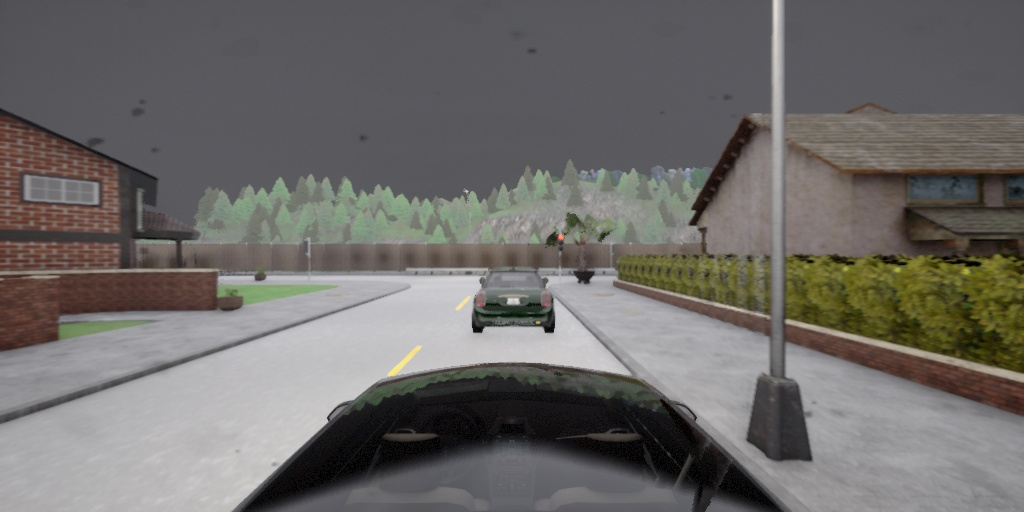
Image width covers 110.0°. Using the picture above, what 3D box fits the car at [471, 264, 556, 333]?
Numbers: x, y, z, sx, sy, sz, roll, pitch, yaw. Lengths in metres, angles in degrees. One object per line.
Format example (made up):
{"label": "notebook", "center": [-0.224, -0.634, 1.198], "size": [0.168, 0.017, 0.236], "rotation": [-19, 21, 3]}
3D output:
{"label": "car", "center": [0.053, 1.076, 10.722], "size": [2.097, 1.767, 4.553], "rotation": [0, 1, 0]}
